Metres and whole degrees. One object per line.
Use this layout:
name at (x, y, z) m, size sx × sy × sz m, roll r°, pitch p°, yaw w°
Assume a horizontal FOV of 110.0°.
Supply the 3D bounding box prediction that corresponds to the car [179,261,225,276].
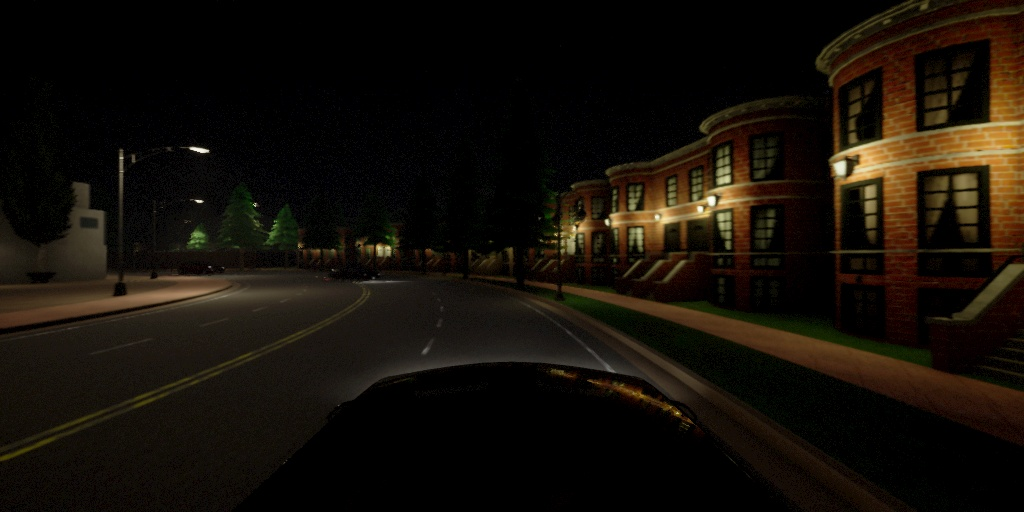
car at (-37.360, 1.384, 43.265) m, size 4.553 × 1.767 × 2.097 m, roll 0°, pitch 0°, yaw 6°

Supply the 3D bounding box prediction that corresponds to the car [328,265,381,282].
car at (-14.180, 1.523, 32.148) m, size 5.357 × 1.411 × 2.033 m, roll 0°, pitch 0°, yaw 30°
